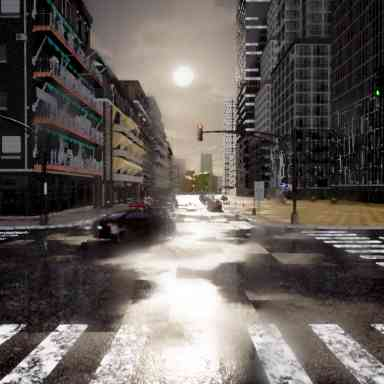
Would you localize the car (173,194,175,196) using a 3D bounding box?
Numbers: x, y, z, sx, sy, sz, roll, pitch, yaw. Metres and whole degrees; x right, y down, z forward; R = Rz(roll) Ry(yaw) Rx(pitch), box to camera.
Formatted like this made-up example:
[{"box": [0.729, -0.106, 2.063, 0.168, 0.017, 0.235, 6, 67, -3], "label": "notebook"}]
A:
[{"box": [-5.531, 1.321, 86.173, 2.192, 1.841, 5.009, -1, 0, 0], "label": "car"}]

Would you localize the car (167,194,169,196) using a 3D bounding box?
[{"box": [-5.586, 1.438, 57.927, 1.967, 1.590, 4.097, -1, 0, 0], "label": "car"}]

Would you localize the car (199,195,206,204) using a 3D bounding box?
[{"box": [2.774, 1.550, 63.617, 2.008, 1.369, 4.403, -1, 0, 0], "label": "car"}]

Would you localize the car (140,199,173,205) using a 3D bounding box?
[{"box": [-3.042, 1.560, 29.105, 1.994, 1.385, 4.181, 0, 0, 0], "label": "car"}]

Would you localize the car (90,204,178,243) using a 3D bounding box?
[{"box": [-2.736, 1.527, 16.107, 1.994, 1.385, 4.181, 0, 0, 43], "label": "car"}]

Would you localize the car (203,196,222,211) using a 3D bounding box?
[{"box": [2.728, 1.540, 41.021, 1.887, 1.381, 4.507, -1, 0, 0], "label": "car"}]

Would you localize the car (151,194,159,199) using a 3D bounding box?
[{"box": [-5.621, 1.436, 40.981, 1.967, 1.590, 4.097, -1, 0, 0], "label": "car"}]

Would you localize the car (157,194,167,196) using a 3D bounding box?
[{"box": [-5.600, 1.312, 52.279, 2.192, 1.841, 5.009, -1, 0, 0], "label": "car"}]

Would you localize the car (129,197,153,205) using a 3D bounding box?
[{"box": [-5.630, 1.540, 35.332, 1.887, 1.381, 4.507, -1, 0, 0], "label": "car"}]

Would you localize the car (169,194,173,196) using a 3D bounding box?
[{"box": [-5.562, 1.583, 69.226, 1.802, 1.307, 4.206, -1, 0, 0], "label": "car"}]

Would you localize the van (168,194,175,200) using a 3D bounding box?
[{"box": [-5.519, 1.350, 91.820, 1.690, 1.788, 3.998, -1, 0, 0], "label": "van"}]

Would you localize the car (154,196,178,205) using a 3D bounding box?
[{"box": [-3.017, 1.500, 39.015, 1.837, 1.490, 4.892, 0, 0, 0], "label": "car"}]

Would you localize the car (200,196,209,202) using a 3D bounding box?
[{"box": [2.797, 1.547, 74.915, 1.887, 1.381, 4.507, -1, 0, 0], "label": "car"}]

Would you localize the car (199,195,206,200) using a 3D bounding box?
[{"box": [2.831, 1.534, 92.033, 1.752, 1.417, 4.829, -1, 0, 0], "label": "car"}]
